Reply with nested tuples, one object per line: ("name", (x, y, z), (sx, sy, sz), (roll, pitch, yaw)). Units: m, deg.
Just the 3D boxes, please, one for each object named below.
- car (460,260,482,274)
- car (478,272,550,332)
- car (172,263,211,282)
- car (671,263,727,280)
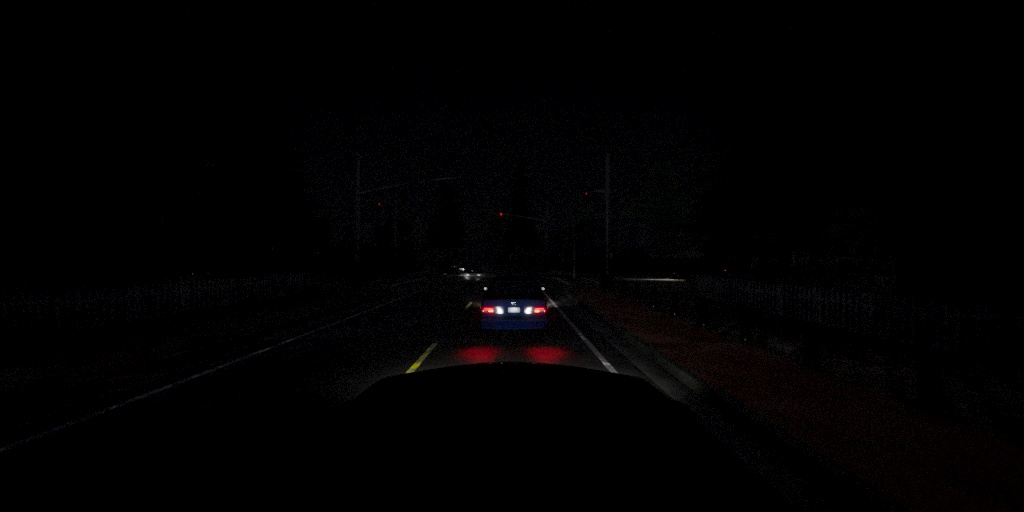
("car", (-4.483, 1.262, 41.794), (2.033, 1.411, 5.357), (0, 0, -3))
("car", (0.065, 1.297, 10.800), (2.033, 1.411, 5.357), (0, 0, 0))
("car", (-26.596, 1.281, 27.749), (5.357, 1.411, 2.033), (0, 0, 2))
("car", (15.681, 1.297, 30.200), (4.181, 1.385, 1.994), (0, 0, 2))
